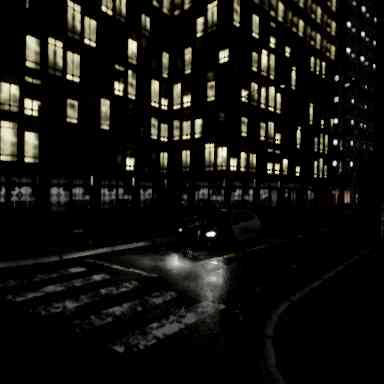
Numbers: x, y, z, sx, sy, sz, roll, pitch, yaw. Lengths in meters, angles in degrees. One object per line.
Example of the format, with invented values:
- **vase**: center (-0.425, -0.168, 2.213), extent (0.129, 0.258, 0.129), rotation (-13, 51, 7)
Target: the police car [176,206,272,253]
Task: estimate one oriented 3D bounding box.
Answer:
- **police car**: center (1.374, 1.422, 13.652), extent (2.038, 1.542, 4.974), rotation (2, 1, 39)
